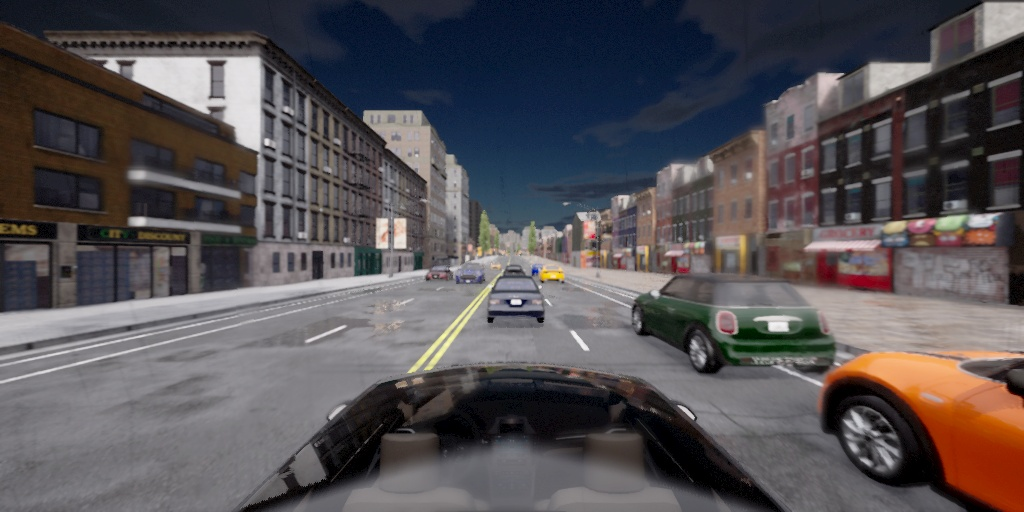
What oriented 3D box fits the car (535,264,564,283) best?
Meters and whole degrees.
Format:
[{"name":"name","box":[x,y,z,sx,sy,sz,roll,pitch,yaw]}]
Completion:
[{"name":"car","box":[3.346,1.507,31.137,1.882,1.535,5.008,0,-1,1]}]

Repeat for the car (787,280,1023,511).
[{"name":"car","box":[4.220,1.109,1.814,2.097,1.767,4.553,0,0,0]}]

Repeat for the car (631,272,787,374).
[{"name":"car","box":[4.230,1.149,7.815,2.097,1.767,4.553,0,0,0]}]

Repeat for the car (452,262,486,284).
[{"name":"car","box":[-3.306,1.345,29.251,2.097,1.767,4.553,0,-1,0]}]

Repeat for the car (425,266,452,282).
[{"name":"car","box":[-6.547,1.594,32.674,1.994,1.385,4.181,0,-1,0]}]

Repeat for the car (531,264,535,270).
[{"name":"car","box":[3.354,1.698,44.620,1.882,1.535,5.008,0,-1,1]}]

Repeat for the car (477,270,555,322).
[{"name":"car","box":[0.113,1.376,12.701,2.033,1.411,5.357,0,0,0]}]

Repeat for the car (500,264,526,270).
[{"name":"car","box":[0.143,1.527,31.084,1.837,1.490,4.892,0,-1,0]}]
